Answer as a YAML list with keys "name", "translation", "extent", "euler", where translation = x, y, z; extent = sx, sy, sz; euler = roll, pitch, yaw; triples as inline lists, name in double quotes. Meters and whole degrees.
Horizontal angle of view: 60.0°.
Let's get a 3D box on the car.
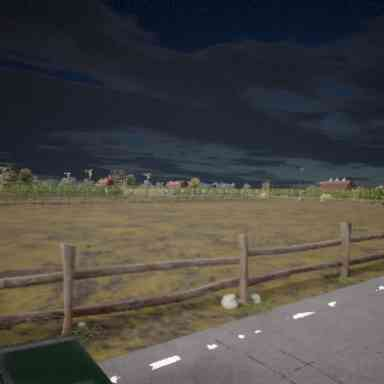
- name: "car"
  translation: [-2.535, 1.604, 1.256]
  extent: [4.718, 1.301, 1.895]
  euler: [0, 0, -35]
